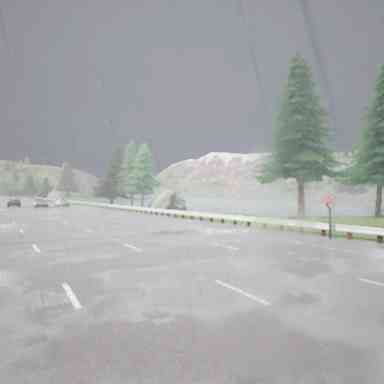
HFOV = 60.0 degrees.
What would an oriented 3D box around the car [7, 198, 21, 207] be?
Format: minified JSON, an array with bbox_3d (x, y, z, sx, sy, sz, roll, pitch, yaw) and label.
[{"bbox_3d":[-29.944,1.784,55.971,2.128,1.511,4.902,0,0,-31],"label":"car"}]

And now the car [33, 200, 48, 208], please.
[{"bbox_3d":[-24.605,1.888,53.921,1.895,1.301,4.718,0,0,-31],"label":"car"}]

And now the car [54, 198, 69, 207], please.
[{"bbox_3d":[-22.261,1.832,56.801,1.812,1.442,4.674,0,0,-31],"label":"car"}]
